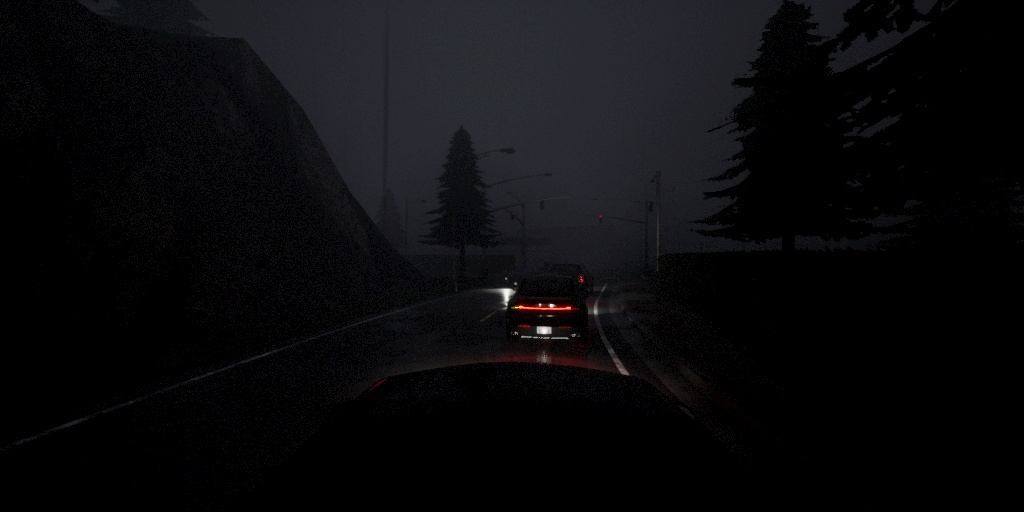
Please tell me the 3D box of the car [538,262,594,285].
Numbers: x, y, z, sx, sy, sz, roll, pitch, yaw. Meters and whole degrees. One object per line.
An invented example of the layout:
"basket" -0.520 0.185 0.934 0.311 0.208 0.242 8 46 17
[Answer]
"car" 3.024 1.102 18.569 2.097 1.767 4.553 0 0 17

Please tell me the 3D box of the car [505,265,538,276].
"car" 1.009 1.328 24.803 2.033 1.411 5.357 0 0 17

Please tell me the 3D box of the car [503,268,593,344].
"car" 1.021 1.255 9.648 1.837 1.490 4.892 0 0 9
